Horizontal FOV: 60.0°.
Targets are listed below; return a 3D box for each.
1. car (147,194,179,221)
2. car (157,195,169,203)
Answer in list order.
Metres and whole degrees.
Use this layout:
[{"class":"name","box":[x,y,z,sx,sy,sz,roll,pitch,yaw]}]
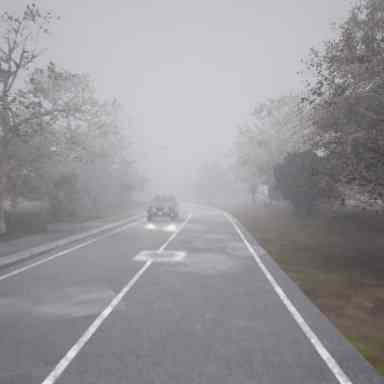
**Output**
[{"class":"car","box":[-2.254,1.219,27.248,2.150,2.045,5.566,0,0,2]},{"class":"car","box":[-5.970,1.404,67.998,1.837,1.490,4.892,2,0,-14]}]
